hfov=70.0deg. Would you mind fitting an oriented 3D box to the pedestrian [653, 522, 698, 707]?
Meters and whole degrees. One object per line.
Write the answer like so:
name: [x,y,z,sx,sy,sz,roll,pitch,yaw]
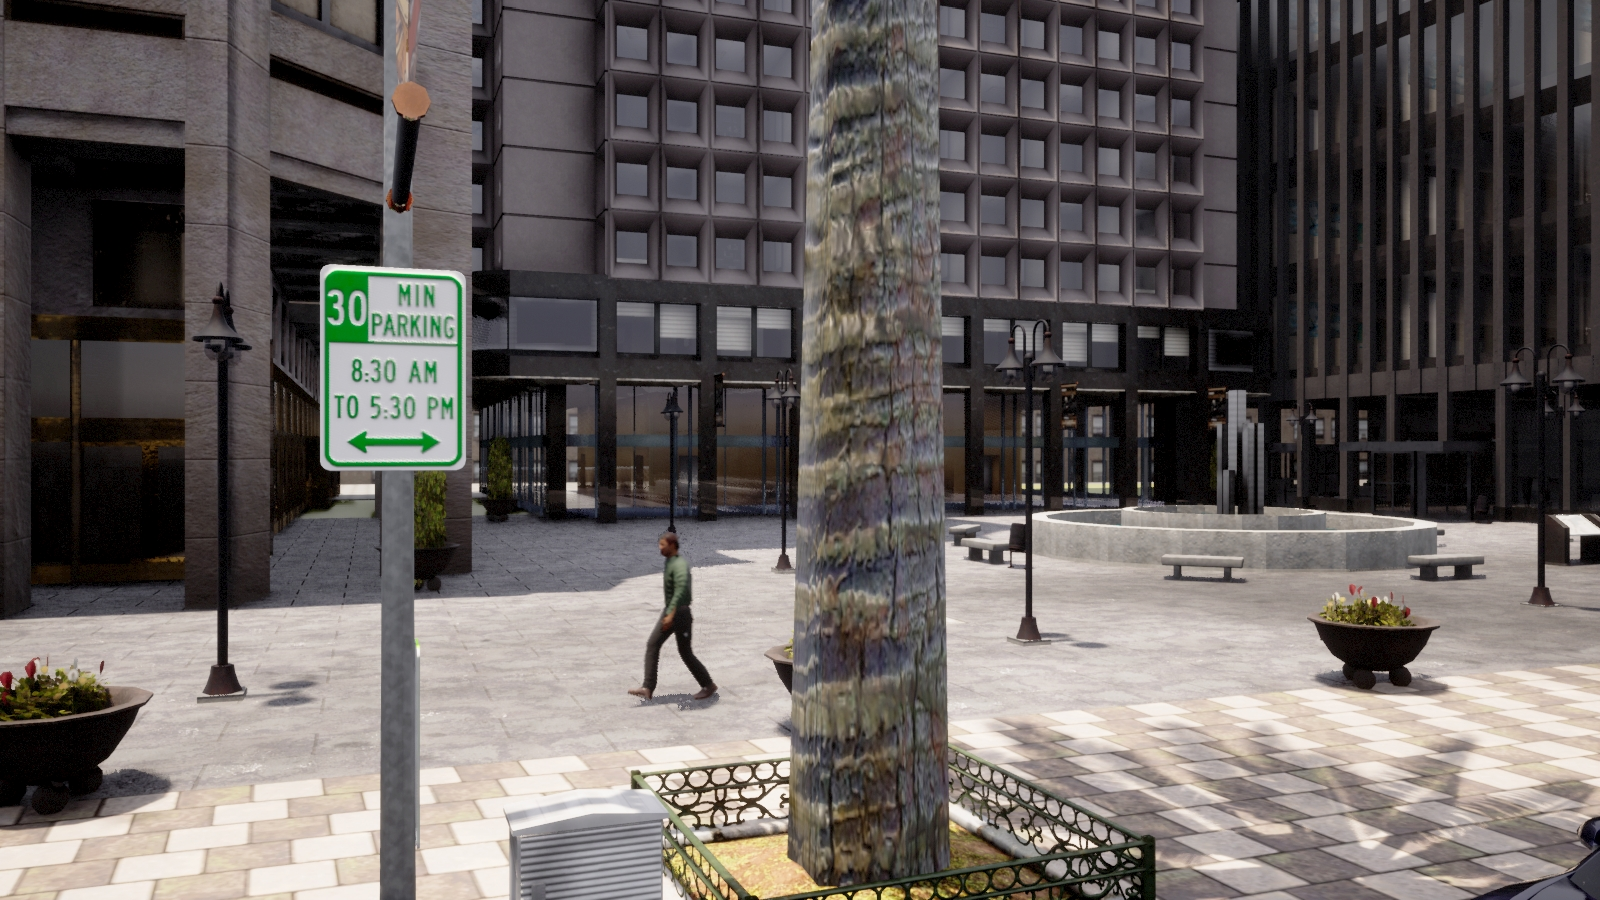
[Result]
pedestrian: [-1.308,1.705,11.978,0.375,1.860,0.375,0,0,-23]
